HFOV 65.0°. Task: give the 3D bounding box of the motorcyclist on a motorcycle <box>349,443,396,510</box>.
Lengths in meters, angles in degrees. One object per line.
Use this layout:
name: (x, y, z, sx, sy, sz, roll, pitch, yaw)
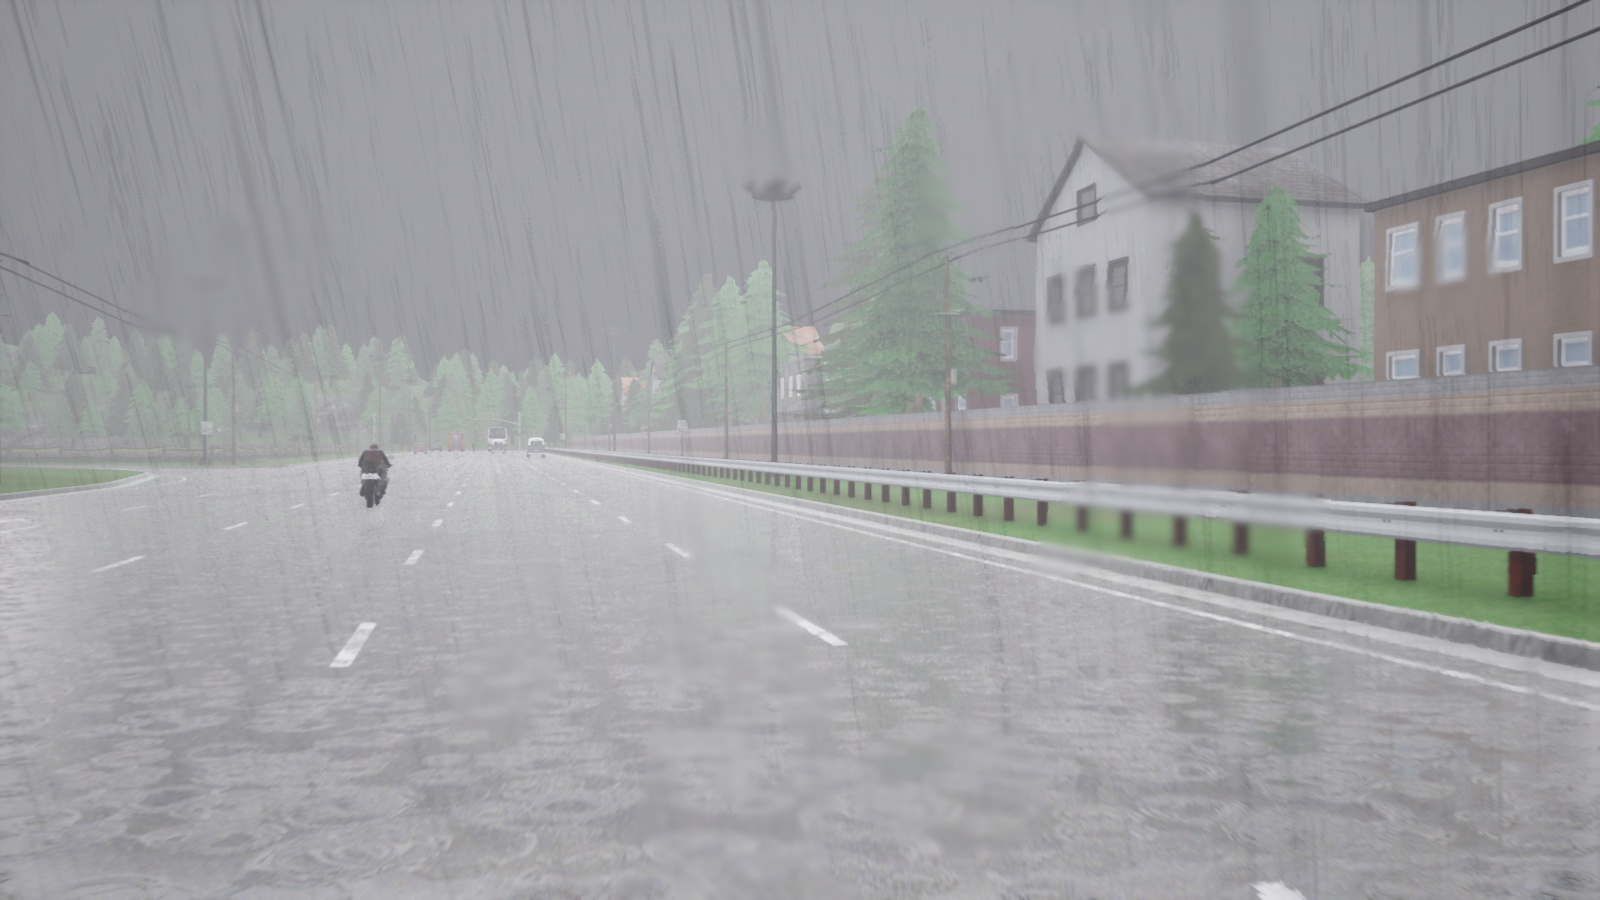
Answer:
motorcyclist on a motorcycle: (-10.167, 0.605, 29.899, 0.866, 1.530, 2.191, 0, 0, -14)
